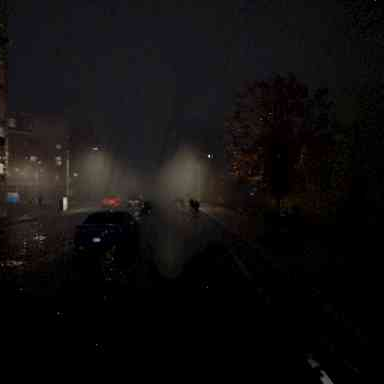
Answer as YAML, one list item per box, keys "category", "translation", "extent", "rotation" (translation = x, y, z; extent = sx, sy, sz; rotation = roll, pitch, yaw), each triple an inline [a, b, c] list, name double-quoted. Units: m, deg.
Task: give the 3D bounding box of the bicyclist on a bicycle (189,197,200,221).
- category: "bicyclist on a bicycle"
  translation: [0.337, 1.430, 26.131]
  extent: [0.659, 1.776, 1.843]
  rotation: [0, 0, -2]

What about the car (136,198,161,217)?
- category: "car"
  translation: [-3.987, 1.602, 32.360]
  extent: [1.812, 1.442, 4.674]
  rotation: [0, 0, -3]

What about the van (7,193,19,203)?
- category: "van"
  translation: [-33.842, 1.053, 60.863]
  extent: [3.998, 1.788, 1.690]
  rotation: [1, -1, -34]

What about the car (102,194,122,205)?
- category: "car"
  translation: [-11.623, 1.339, 48.569]
  extent: [2.150, 2.045, 5.566]
  rotation: [0, 0, -4]

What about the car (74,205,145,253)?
- category: "car"
  translation: [-3.338, 1.512, 13.963]
  extent: [1.882, 1.535, 5.008]
  rotation: [0, 0, -1]

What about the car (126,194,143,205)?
- category: "car"
  translation: [-8.403, 1.336, 49.104]
  extent: [2.150, 2.045, 5.566]
  rotation: [0, 0, -4]

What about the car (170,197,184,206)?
- category: "car"
  translation: [-2.396, 1.625, 57.290]
  extent: [1.837, 1.490, 4.892]
  rotation: [0, 0, -5]
